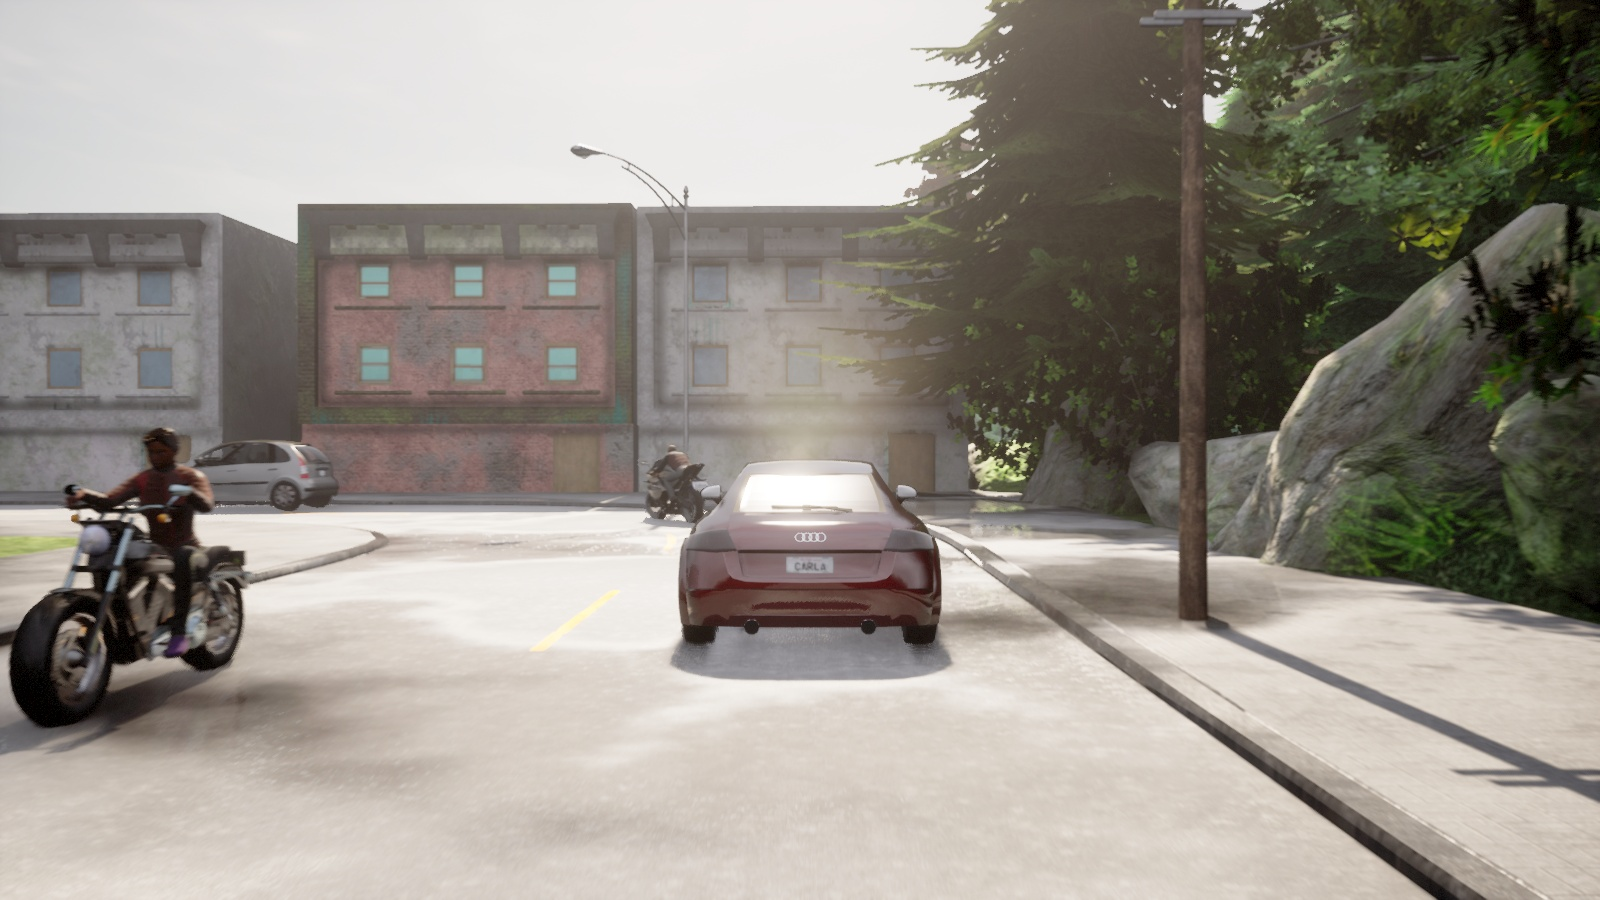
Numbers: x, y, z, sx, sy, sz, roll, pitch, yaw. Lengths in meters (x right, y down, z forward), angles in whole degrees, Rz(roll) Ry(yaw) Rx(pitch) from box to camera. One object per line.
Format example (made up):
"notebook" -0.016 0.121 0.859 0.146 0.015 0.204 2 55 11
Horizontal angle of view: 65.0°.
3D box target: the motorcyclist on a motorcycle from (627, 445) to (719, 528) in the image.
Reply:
"motorcyclist on a motorcycle" -2.493 0.678 24.475 0.866 1.530 2.191 -1 1 -33

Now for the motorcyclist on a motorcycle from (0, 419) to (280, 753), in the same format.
"motorcyclist on a motorcycle" -3.937 0.663 7.376 0.766 1.649 2.350 0 0 0

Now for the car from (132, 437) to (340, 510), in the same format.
"car" -12.962 0.511 29.020 3.988 1.617 1.851 0 0 4

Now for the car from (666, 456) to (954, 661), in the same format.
"car" 0.078 0.765 10.818 1.994 1.385 4.181 0 0 0
